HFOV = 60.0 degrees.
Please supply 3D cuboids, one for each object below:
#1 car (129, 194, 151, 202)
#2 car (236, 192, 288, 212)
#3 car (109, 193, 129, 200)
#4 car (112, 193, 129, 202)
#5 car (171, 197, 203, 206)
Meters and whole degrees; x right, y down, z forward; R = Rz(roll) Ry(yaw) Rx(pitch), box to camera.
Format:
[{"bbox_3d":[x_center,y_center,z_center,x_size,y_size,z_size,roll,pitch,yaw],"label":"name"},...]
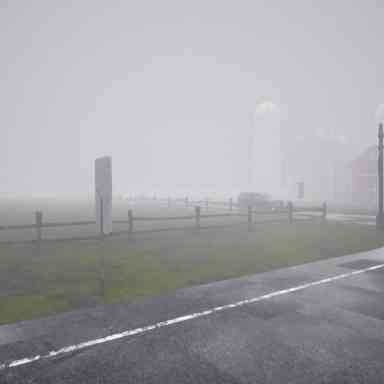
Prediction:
[{"bbox_3d":[-9.090,1.041,59.844,1.994,1.385,4.181,-1,1,-35],"label":"car"},{"bbox_3d":[6.760,1.019,32.856,2.150,2.045,5.566,-1,1,-34],"label":"car"},{"bbox_3d":[-14.938,0.924,67.997,2.033,1.411,5.357,-1,1,-36],"label":"car"},{"bbox_3d":[-12.215,0.963,59.291,1.882,1.535,5.008,-1,1,-35],"label":"car"},{"bbox_3d":[-0.704,1.278,43.174,1.895,1.301,4.718,-1,1,-36],"label":"car"}]
